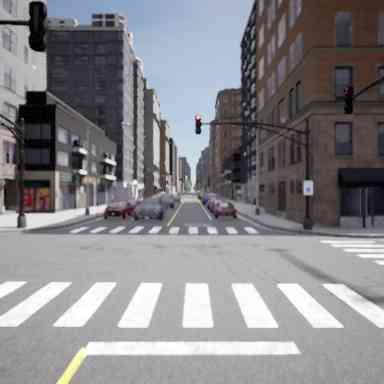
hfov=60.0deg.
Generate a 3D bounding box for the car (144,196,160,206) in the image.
[{"bbox_3d":[-5.923,1.283,49.778,1.802,1.307,4.206,1,0,0],"label":"car"}]

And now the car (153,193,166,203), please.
[{"bbox_3d":[-5.939,1.076,61.123,1.967,1.590,4.097,1,0,0],"label":"car"}]

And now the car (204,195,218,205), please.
[{"bbox_3d":[2.619,1.349,38.437,1.802,1.307,4.206,1,0,0],"label":"car"}]

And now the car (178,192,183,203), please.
[{"bbox_3d":[-3.096,1.206,60.283,1.994,1.385,4.181,0,0,0],"label":"car"}]

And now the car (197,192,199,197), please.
[{"bbox_3d":[2.568,1.138,72.476,1.947,1.339,4.313,1,0,0],"label":"car"}]

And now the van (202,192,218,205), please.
[{"bbox_3d":[2.613,1.075,44.109,1.690,1.788,3.998,1,0,0],"label":"van"}]

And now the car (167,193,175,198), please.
[{"bbox_3d":[-5.991,0.986,95.160,1.887,1.381,4.507,1,0,0],"label":"car"}]

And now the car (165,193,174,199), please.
[{"bbox_3d":[-5.982,1.040,89.488,1.947,1.339,4.313,1,0,0],"label":"car"}]

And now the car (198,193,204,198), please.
[{"bbox_3d":[2.535,0.966,95.339,1.752,1.417,4.829,1,0,0],"label":"car"}]

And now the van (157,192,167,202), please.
[{"bbox_3d":[-5.946,0.945,66.795,1.690,1.788,3.998,1,0,0],"label":"van"}]

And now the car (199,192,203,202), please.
[{"bbox_3d":[2.605,1.016,49.782,2.192,1.841,5.009,1,0,0],"label":"car"}]

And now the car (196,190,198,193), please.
[{"bbox_3d":[2.554,0.822,83.822,2.192,1.841,5.009,1,0,0],"label":"car"}]

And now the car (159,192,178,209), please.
[{"bbox_3d":[-3.150,1.109,40.350,2.097,1.767,4.553,0,0,0],"label":"car"}]

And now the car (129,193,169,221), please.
[{"bbox_3d":[-3.134,1.198,25.386,2.097,1.767,4.553,0,0,0],"label":"car"}]

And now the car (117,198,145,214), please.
[{"bbox_3d":[-5.898,1.345,32.760,1.887,1.381,4.507,1,0,0],"label":"car"}]

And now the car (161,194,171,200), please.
[{"bbox_3d":[-5.965,1.090,78.141,2.008,1.369,4.403,1,0,0],"label":"car"}]

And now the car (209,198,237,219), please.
[{"bbox_3d":[2.637,1.417,27.090,1.802,1.307,4.206,1,0,0],"label":"car"}]

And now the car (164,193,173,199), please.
[{"bbox_3d":[-5.974,1.073,83.815,1.947,1.339,4.313,1,0,0],"label":"car"}]

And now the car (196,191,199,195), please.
[{"bbox_3d":[2.560,1.064,78.319,1.752,1.417,4.829,1,0,0],"label":"car"}]

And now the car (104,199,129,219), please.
[{"bbox_3d":[-5.889,1.379,27.087,1.887,1.381,4.507,1,0,0],"label":"car"}]

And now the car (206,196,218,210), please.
[{"bbox_3d":[2.628,1.383,32.764,1.802,1.307,4.206,1,0,0],"label":"car"}]

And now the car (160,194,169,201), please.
[{"bbox_3d":[-5.957,1.153,72.469,1.802,1.307,4.206,1,0,0],"label":"car"}]
